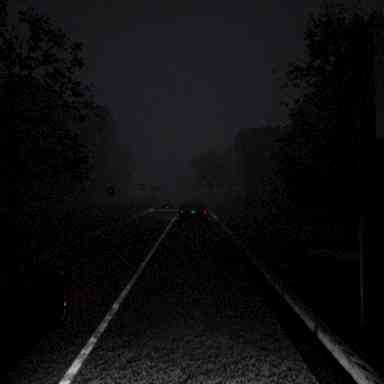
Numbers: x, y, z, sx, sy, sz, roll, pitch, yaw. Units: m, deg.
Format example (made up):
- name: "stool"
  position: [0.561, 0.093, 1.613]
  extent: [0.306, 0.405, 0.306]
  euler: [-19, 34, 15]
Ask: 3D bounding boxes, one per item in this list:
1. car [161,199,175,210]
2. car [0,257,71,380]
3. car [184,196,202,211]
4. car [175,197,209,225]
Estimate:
- name: "car"
  position: [-3.138, 1.606, 45.258]
  extent: [2.033, 1.411, 5.357]
  euler: [0, 0, 0]
- name: "car"
  position: [-3.102, 1.569, 4.122]
  extent: [1.994, 1.385, 4.181]
  euler: [0, 0, 0]
- name: "car"
  position: [0.086, 1.406, 41.889]
  extent: [2.097, 1.767, 4.553]
  euler: [0, 0, 0]
- name: "car"
  position: [0.088, 1.383, 24.273]
  extent: [2.097, 1.767, 4.553]
  euler: [0, 0, 0]
